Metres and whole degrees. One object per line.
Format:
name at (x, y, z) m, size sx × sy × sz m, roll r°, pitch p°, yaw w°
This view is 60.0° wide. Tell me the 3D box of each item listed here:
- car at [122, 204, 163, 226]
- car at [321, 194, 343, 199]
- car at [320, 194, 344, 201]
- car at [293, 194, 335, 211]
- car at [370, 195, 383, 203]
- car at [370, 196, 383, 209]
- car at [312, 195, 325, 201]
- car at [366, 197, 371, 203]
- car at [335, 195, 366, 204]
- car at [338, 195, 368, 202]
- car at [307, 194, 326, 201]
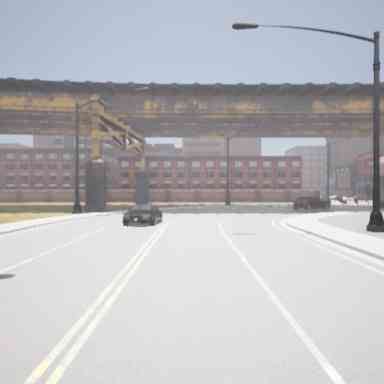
car at (-3.289, 1.515, 22.623) m, size 1.994 × 1.385 × 4.181 m, roll 0°, pitch 0°, yaw 6°
car at (33.635, 1.125, 79.887) m, size 1.853 × 1.218 × 4.536 m, roll 0°, pitch 0°, yaw -34°
car at (33.606, 1.283, 79.930) m, size 2.038 × 1.542 × 4.974 m, roll 0°, pitch 0°, yaw -34°
car at (14.328, 1.268, 39.641) m, size 4.553 × 1.767 × 2.097 m, roll 0°, pitch 0°, yaw -26°
car at (32.253, 1.172, 58.205) m, size 1.853 × 1.218 × 4.536 m, roll 0°, pitch 0°, yaw 31°
car at (25.715, 1.437, 42.092) m, size 4.674 × 1.442 × 1.812 m, roll 0°, pitch 0°, yaw -3°
car at (32.570, 1.512, 85.754) m, size 1.970 × 1.475 × 3.806 m, roll 0°, pitch 0°, yaw 1°
car at (32.226, 1.330, 58.160) m, size 2.038 × 1.542 × 4.974 m, roll 0°, pitch 0°, yaw 31°
car at (29.183, 1.325, 60.319) m, size 2.038 × 1.542 × 4.974 m, roll 0°, pitch 0°, yaw -29°
car at (29.158, 1.167, 60.364) m, size 1.853 × 1.218 × 4.536 m, roll 0°, pitch 0°, yaw -29°
car at (29.600, 1.284, 79.179) m, size 4.974 × 1.542 × 2.038 m, roll 0°, pitch 0°, yaw -39°
